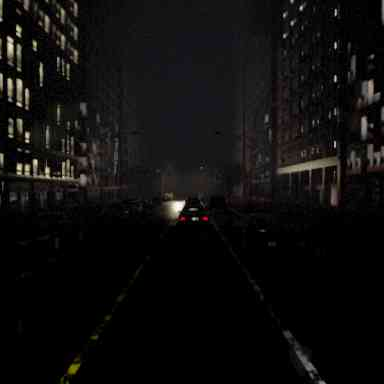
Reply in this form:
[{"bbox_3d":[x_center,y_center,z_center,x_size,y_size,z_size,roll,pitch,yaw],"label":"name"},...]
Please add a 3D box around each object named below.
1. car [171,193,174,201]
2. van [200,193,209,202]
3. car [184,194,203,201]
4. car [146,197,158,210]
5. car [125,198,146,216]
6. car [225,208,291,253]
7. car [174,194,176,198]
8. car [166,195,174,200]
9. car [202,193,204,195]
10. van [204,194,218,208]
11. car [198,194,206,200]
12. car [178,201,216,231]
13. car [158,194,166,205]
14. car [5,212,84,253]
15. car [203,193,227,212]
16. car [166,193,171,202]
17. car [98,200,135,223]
[{"bbox_3d":[-5.699,1.233,75.892,1.967,1.590,4.097,-1,0,0],"label":"car"},{"bbox_3d":[2.680,1.151,70.207,1.690,1.788,3.998,-1,0,0],"label":"van"},{"bbox_3d":[0.101,1.372,39.472,1.882,1.535,5.008,0,0,0],"label":"car"},{"bbox_3d":[-5.698,1.414,41.620,1.752,1.417,4.829,-1,0,0],"label":"car"},{"bbox_3d":[-5.699,1.359,30.422,1.967,1.590,4.097,-1,0,0],"label":"car"},{"bbox_3d":[2.682,1.515,13.372,2.008,1.369,4.403,-1,0,0],"label":"car"},{"bbox_3d":[-5.701,1.091,81.575,2.192,1.841,5.009,-1,0,0],"label":"car"},{"bbox_3d":[-5.699,1.342,87.259,1.802,1.307,4.206,-1,0,0],"label":"car"},{"bbox_3d":[2.680,1.204,41.790,2.192,1.841,5.009,-1,0,0],"label":"car"},{"bbox_3d":[2.680,1.214,47.473,1.690,1.788,3.998,-1,0,0],"label":"van"},{"bbox_3d":[2.682,1.311,87.259,2.008,1.369,4.403,-1,0,0],"label":"car"},{"bbox_3d":[0.102,1.493,20.305,2.033,1.411,5.357,0,0,0],"label":"car"},{"bbox_3d":[-5.699,1.423,53.158,1.947,1.339,4.313,-1,0,0],"label":"car"},{"bbox_3d":[-5.698,1.515,13.372,2.008,1.369,4.403,-1,0,0],"label":"car"},{"bbox_3d":[2.680,1.219,36.106,2.192,1.841,5.009,-1,0,0],"label":"car"},{"bbox_3d":[-5.699,1.376,64.525,2.008,1.369,4.403,-1,0,0],"label":"car"},{"bbox_3d":[-5.698,1.516,24.739,1.802,1.307,4.206,-1,0,0],"label":"car"}]
